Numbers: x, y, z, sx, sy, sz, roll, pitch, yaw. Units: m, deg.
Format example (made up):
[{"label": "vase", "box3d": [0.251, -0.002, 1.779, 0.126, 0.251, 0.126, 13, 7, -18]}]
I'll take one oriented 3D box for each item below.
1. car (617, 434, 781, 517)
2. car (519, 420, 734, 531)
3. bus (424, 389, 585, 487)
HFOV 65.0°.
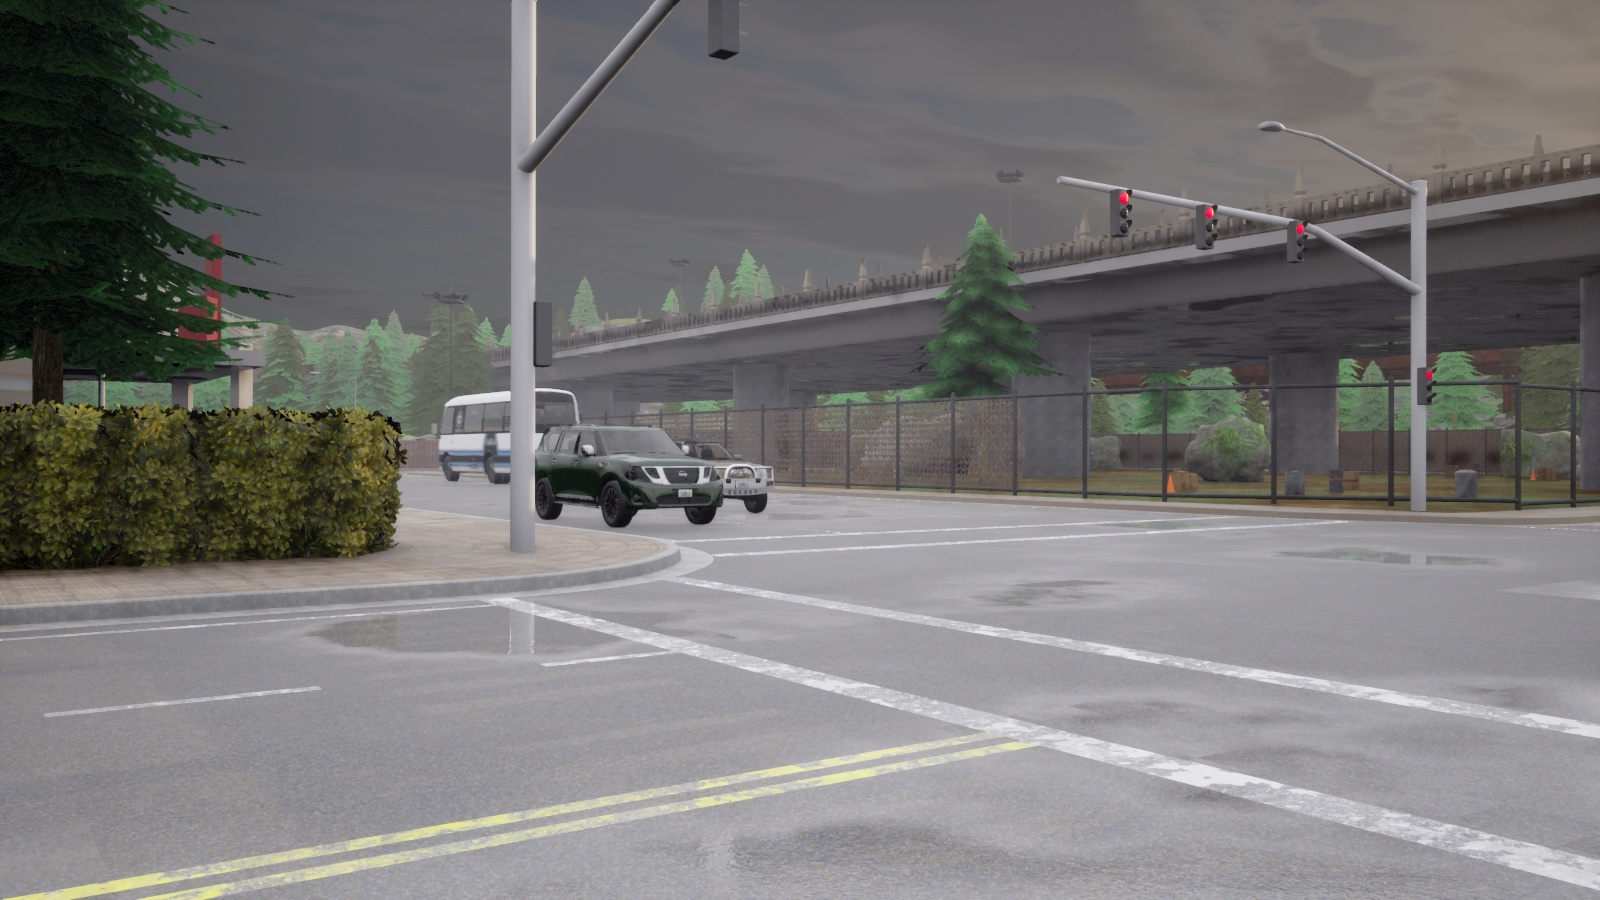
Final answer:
[{"label": "car", "box3d": [-2.549, 0.586, 30.481, 1.932, 1.855, 4.605, 0, 0, -35]}, {"label": "car", "box3d": [-3.753, 0.480, 26.071, 2.150, 2.045, 5.566, 0, 0, -35]}, {"label": "bus", "box3d": [-14.233, -0.511, 59.636, 3.944, 4.253, 10.273, 0, 0, -35]}]
